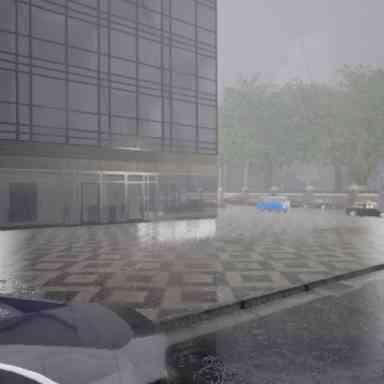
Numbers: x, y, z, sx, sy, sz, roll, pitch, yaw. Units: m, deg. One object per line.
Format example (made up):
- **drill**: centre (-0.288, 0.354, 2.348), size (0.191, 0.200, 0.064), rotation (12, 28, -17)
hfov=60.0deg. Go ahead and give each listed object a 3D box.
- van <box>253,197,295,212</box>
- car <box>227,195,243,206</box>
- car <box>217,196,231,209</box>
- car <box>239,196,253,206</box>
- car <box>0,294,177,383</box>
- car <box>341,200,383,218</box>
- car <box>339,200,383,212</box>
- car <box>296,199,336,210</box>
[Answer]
- **van**: centre (9.370, 1.437, 38.202), size (1.690, 1.788, 3.998), rotation (-1, 0, -35)
- **car**: centre (6.770, 1.395, 56.670), size (2.192, 1.841, 5.009), rotation (-1, 0, -35)
- **car**: centre (2.999, 1.680, 47.232), size (1.887, 1.381, 4.507), rotation (-1, 0, -35)
- **car**: centre (9.959, 1.649, 52.157), size (1.802, 1.307, 4.206), rotation (-1, 0, -35)
- **car**: centre (-2.356, 1.491, 1.686), size (4.902, 1.511, 2.128), rotation (0, 0, -35)
- **car**: centre (15.744, 1.588, 29.175), size (2.008, 1.369, 4.403), rotation (-1, 0, -35)
- **car**: centre (19.518, 1.583, 38.614), size (1.802, 1.307, 4.206), rotation (-1, 0, -35)
- **car**: centre (16.332, 1.578, 43.128), size (2.008, 1.369, 4.403), rotation (-1, 0, -35)
